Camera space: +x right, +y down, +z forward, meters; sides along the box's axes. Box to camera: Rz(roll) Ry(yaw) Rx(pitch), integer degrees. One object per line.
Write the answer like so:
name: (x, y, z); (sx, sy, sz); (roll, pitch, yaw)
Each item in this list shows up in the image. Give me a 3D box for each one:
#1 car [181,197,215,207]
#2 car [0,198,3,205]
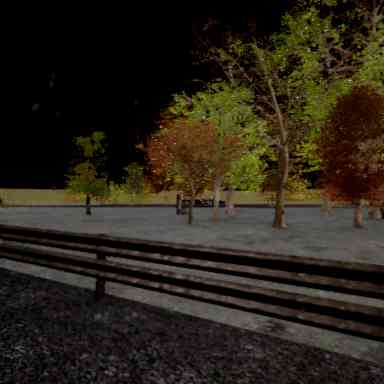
car: (0.827, 1.177, 43.979); (4.718, 1.301, 1.895); (0, 0, 10)
car: (-30.659, 1.285, 49.440); (5.008, 1.535, 1.882); (0, 0, 10)
